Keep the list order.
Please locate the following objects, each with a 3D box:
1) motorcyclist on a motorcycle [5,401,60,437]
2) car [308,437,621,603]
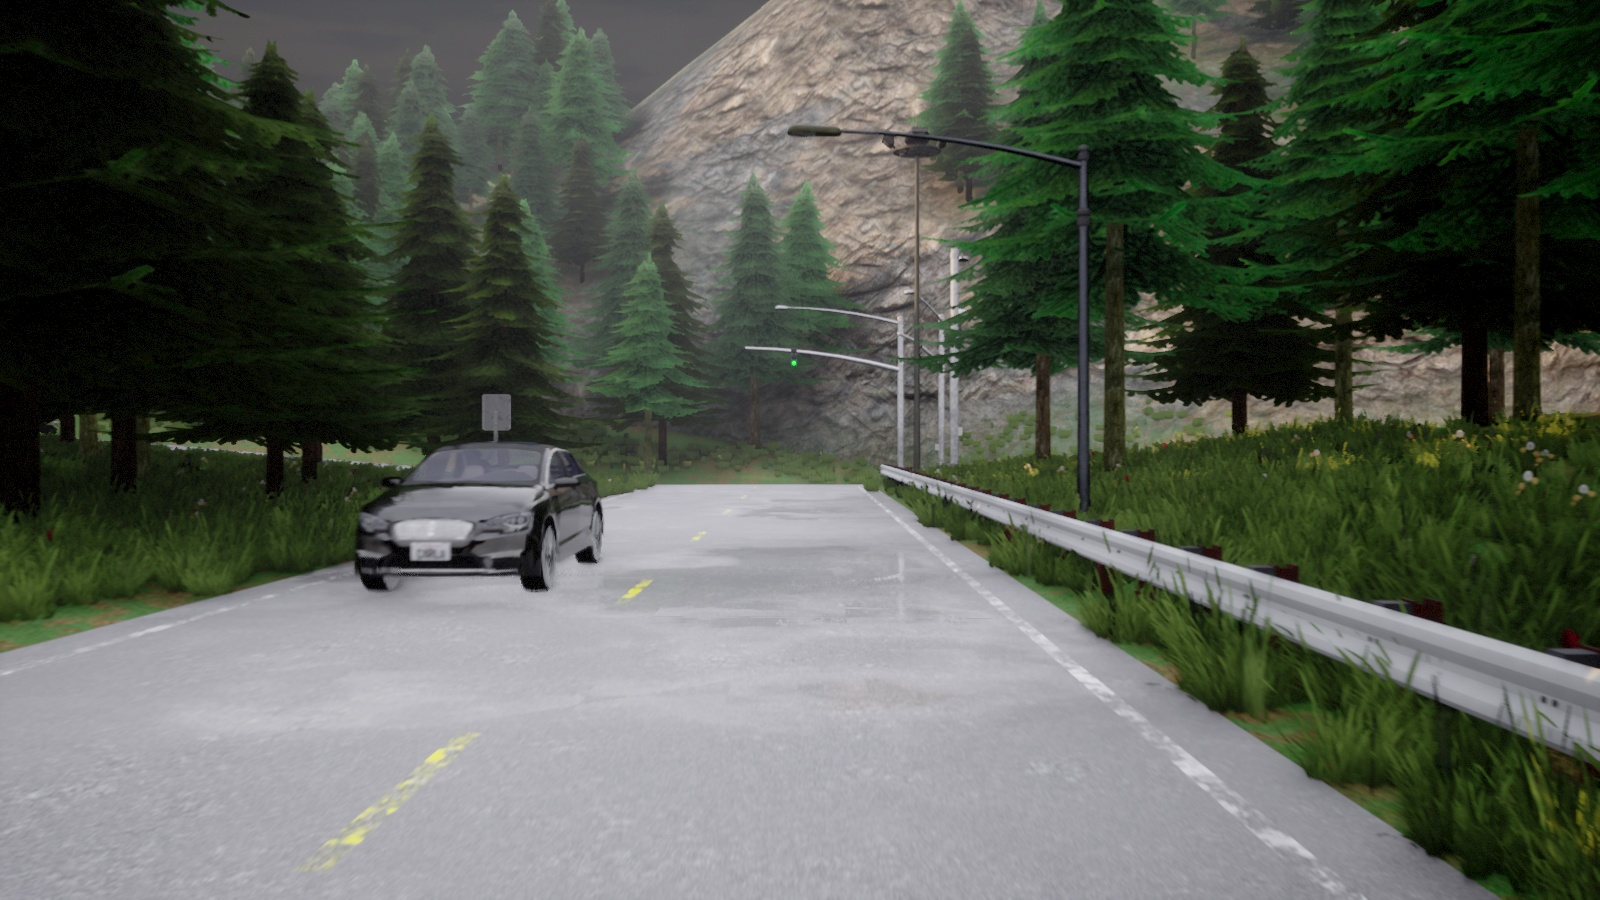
[{"bbox_3d":[-36.482,-1.470,59.694,2.044,1.523,0.797,4,1,2],"label":"motorcyclist on a motorcycle"},{"bbox_3d":[-3.406,0.622,13.883,2.128,1.511,4.902,0,0,0],"label":"car"}]
